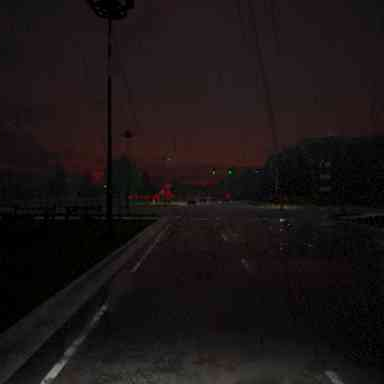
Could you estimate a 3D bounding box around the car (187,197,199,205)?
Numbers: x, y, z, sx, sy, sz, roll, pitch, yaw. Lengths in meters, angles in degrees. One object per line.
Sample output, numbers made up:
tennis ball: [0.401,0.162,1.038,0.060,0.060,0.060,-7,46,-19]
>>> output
car: [-0.031,2.261,74.904,1.812,1.442,4.674,0,-1,0]
